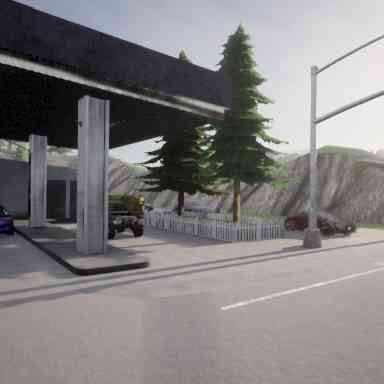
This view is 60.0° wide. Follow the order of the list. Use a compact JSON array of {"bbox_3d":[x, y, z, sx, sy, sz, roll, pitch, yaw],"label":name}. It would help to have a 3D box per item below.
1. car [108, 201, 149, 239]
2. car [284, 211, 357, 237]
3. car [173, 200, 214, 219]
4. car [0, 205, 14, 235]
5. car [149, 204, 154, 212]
[{"bbox_3d":[-4.272,1.448,18.380,1.905,1.878,3.866,1,0,-35],"label":"car"},{"bbox_3d":[7.697,1.853,20.276,1.994,1.385,4.181,1,0,-35],"label":"car"},{"bbox_3d":[0.113,1.553,31.262,2.097,1.767,4.553,1,0,-35],"label":"car"},{"bbox_3d":[-11.400,1.524,18.656,2.242,1.667,4.611,1,0,-35],"label":"car"},{"bbox_3d":[-6.648,1.671,41.059,2.033,1.411,5.357,1,0,-34],"label":"car"}]
